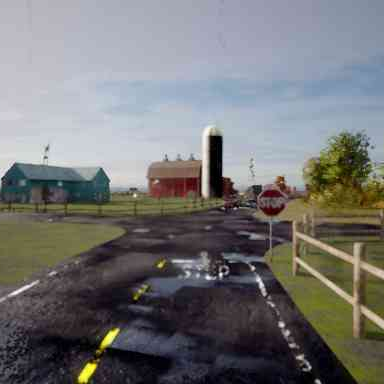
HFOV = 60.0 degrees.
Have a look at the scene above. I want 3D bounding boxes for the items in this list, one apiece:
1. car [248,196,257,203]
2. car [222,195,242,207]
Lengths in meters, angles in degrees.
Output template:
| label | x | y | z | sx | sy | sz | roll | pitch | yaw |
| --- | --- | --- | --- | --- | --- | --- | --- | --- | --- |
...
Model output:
| label | x | y | z | sx | sy | sz | roll | pitch | yaw |
| --- | --- | --- | --- | --- | --- | --- | --- | --- | --- |
| car | 12.243 | 1.458 | 65.156 | 2.033 | 1.411 | 5.357 | 0 | 0 | 21 |
| car | 5.794 | 1.275 | 48.257 | 2.097 | 1.767 | 4.553 | 0 | 0 | 20 |
